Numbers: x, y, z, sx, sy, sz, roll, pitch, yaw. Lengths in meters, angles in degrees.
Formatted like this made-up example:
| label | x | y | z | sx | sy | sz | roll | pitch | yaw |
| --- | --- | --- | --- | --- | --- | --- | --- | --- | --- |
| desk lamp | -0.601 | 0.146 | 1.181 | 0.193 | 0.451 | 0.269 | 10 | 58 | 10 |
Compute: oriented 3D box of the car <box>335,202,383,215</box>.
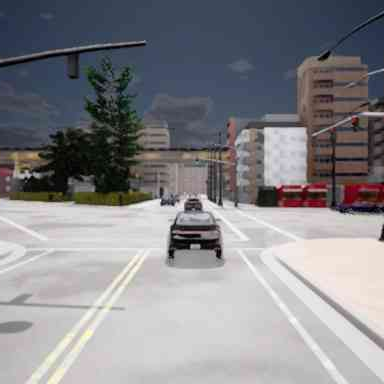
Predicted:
| label | x | y | z | sx | sy | sz | roll | pitch | yaw |
| --- | --- | --- | --- | --- | --- | --- | --- | --- | --- |
| car | 17.238 | 1.642 | 34.012 | 4.718 | 1.301 | 1.895 | 1 | 0 | 0 |

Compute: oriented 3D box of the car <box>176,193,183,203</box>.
| label | x | y | z | sx | sy | sz | roll | pitch | yaw |
| --- | --- | --- | --- | --- | --- | --- | --- | --- | --- |
| car | -3.462 | 1.140 | 64.776 | 2.097 | 1.767 | 4.553 | 0 | 0 | 0 |

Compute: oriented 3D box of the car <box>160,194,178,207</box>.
| label | x | y | z | sx | sy | sz | roll | pitch | yaw |
| --- | --- | --- | --- | --- | --- | --- | --- | --- | --- |
| car | -3.534 | 1.404 | 48.763 | 1.994 | 1.385 | 4.181 | 0 | 0 | 0 |

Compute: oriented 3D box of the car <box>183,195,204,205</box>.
| label | x | y | z | sx | sy | sz | roll | pitch | yaw |
| --- | --- | --- | --- | --- | --- | --- | --- | --- | --- |
| car | 0.134 | 1.409 | 34.923 | 1.837 | 1.490 | 4.892 | 0 | 0 | 0 |

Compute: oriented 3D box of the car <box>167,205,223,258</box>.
| label | x | y | z | sx | sy | sz | roll | pitch | yaw |
| --- | --- | --- | --- | --- | --- | --- | --- | --- | --- |
| car | 0.105 | 1.455 | 12.603 | 2.128 | 1.511 | 4.902 | 0 | 0 | 0 |
